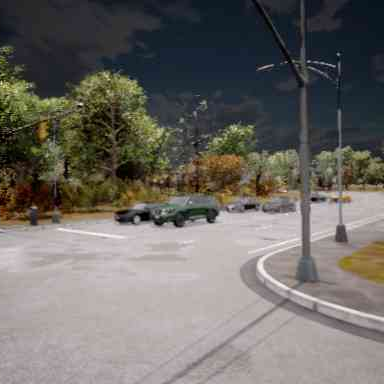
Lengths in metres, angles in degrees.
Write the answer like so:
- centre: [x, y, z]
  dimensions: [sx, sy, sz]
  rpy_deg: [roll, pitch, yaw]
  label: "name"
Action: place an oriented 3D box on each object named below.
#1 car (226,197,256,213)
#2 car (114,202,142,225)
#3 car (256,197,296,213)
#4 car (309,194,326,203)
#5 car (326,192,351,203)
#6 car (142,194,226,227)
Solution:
- centre: [5.386, 1.317, 34.796]
  dimensions: [2.128, 1.511, 4.902]
  rpy_deg: [-1, 1, 41]
  label: "car"
- centre: [-3.421, 1.478, 24.567]
  dimensions: [1.882, 1.535, 5.008]
  rpy_deg: [-1, 0, 41]
  label: "car"
- centre: [8.762, 1.278, 33.351]
  dimensions: [1.837, 1.490, 4.892]
  rpy_deg: [-1, 1, 41]
  label: "car"
- centre: [18.729, 0.947, 50.266]
  dimensions: [1.895, 1.301, 4.718]
  rpy_deg: [-1, 1, 39]
  label: "car"
- centre: [21.529, 0.799, 48.162]
  dimensions: [1.882, 1.535, 5.008]
  rpy_deg: [-1, 1, 39]
  label: "car"
- centre: [-0.391, 1.181, 22.727]
  dimensions: [2.150, 2.045, 5.566]
  rpy_deg: [-1, 0, 41]
  label: "car"
